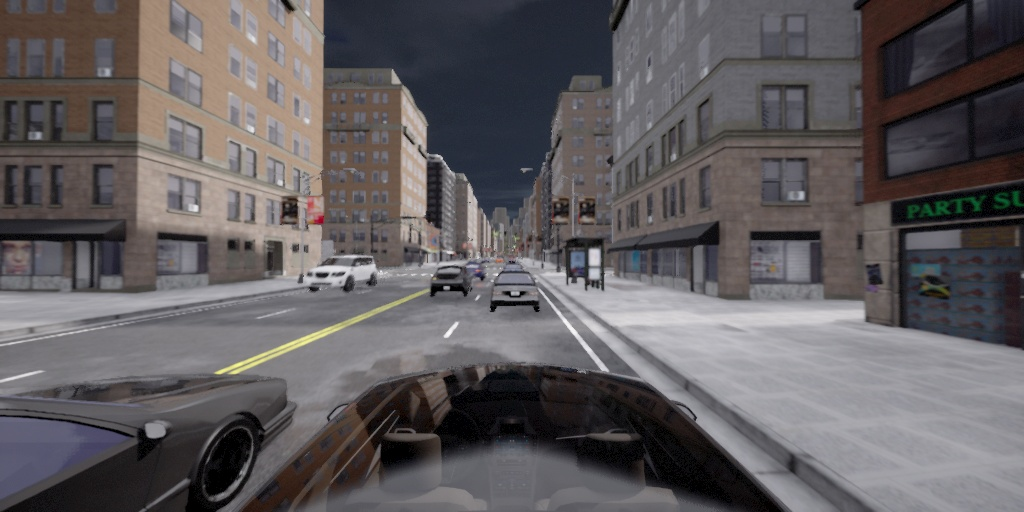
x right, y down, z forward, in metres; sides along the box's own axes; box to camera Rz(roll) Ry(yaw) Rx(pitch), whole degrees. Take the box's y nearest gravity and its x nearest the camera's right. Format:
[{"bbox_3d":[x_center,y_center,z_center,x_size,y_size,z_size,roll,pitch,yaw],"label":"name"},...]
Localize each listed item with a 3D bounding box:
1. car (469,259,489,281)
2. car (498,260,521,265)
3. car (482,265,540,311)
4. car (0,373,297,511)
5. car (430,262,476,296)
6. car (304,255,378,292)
[{"bbox_3d":[-3.156,1.249,29.643,1.812,1.442,4.674,0,0,0],"label":"car"},{"bbox_3d":[0.086,1.271,29.323,2.033,1.411,5.357,0,0,0],"label":"car"},{"bbox_3d":[0.095,1.281,14.376,2.033,1.411,5.357,0,0,0],"label":"car"},{"bbox_3d":[-3.150,1.297,1.225,2.033,1.411,5.357,0,0,0],"label":"car"},{"bbox_3d":[-3.125,1.237,19.096,1.837,1.490,4.892,0,0,-2],"label":"car"},{"bbox_3d":[-9.846,0.953,21.243,2.150,2.045,5.566,0,0,0],"label":"car"}]
